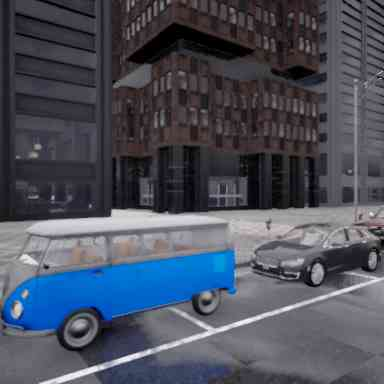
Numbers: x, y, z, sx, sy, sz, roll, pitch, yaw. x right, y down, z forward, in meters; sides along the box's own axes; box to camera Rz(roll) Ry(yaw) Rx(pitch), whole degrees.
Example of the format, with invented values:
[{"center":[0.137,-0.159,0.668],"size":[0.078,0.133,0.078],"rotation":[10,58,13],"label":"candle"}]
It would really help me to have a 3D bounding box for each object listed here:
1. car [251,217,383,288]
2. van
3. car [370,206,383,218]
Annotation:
[{"center":[3.538,1.549,9.173],"size":[4.403,1.369,2.008],"rotation":[0,0,-35],"label":"car"},{"center":[-1.055,1.340,5.899],"size":[3.998,1.788,1.690],"rotation":[0,0,-35],"label":"van"},{"center":[8.130,1.313,12.448],"size":[5.009,1.841,2.192],"rotation":[0,0,-35],"label":"car"}]
